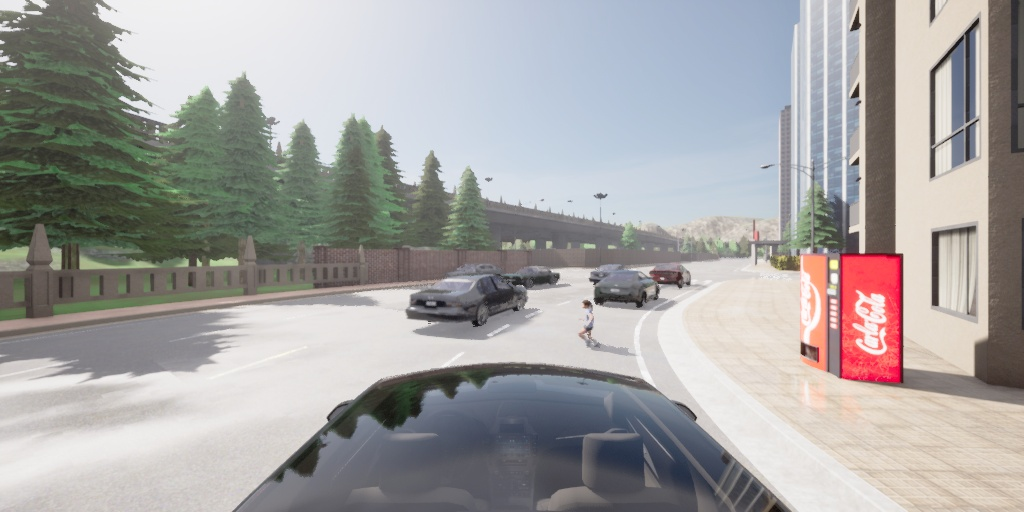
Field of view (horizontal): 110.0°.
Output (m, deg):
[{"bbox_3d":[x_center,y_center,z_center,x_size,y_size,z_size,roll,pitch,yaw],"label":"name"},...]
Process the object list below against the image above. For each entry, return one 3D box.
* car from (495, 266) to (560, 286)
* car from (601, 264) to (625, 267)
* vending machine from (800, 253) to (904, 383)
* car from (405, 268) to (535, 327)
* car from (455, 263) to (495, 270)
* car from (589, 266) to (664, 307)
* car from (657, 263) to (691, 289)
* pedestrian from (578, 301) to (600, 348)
[{"bbox_3d":[1.213,1.348,23.025,1.895,1.301,4.718,0,0,36],"label":"car"},{"bbox_3d":[7.159,1.294,25.026,2.033,1.411,5.357,0,0,35],"label":"car"},{"bbox_3d":[5.422,0.945,5.815,1.100,2.100,0.880,0,0,14],"label":"vending machine"},{"bbox_3d":[-1.155,1.296,11.717,2.033,1.411,5.357,0,0,22],"label":"car"},{"bbox_3d":[-2.509,1.238,23.744,2.128,1.511,4.902,0,0,34],"label":"car"},{"bbox_3d":[5.108,1.312,15.715,1.994,1.385,4.181,0,0,32],"label":"car"},{"bbox_3d":[10.453,1.225,23.608,1.882,1.535,5.008,0,0,35],"label":"car"},{"bbox_3d":[1.673,1.423,7.741,0.500,1.100,0.500,0,0,16],"label":"pedestrian"}]
